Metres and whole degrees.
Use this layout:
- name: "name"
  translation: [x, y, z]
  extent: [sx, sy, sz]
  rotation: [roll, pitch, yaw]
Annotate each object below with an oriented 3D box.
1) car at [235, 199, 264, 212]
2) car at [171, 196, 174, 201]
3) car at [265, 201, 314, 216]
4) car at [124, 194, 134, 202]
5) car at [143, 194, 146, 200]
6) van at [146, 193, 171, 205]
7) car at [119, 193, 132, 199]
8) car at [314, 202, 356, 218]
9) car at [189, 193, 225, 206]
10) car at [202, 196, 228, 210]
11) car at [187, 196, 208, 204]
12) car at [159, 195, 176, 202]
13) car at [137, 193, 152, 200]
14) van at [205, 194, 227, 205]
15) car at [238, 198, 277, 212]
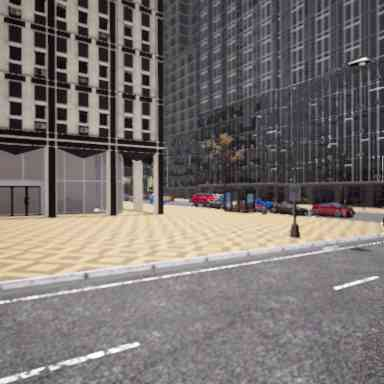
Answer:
- name: "car"
  translation: [6.810, 1.704, 39.288]
  extent: [1.802, 1.307, 4.206]
  rotation: [0, 0, -34]
- name: "car"
  translation: [-6.378, 1.281, 69.107]
  extent: [1.882, 1.535, 5.008]
  rotation: [0, 1, -34]
- name: "car"
  translation: [9.997, 1.738, 34.579]
  extent: [1.947, 1.339, 4.313]
  rotation: [0, 0, -34]
- name: "car"
  translation: [-12.300, 1.364, 67.529]
  extent: [2.008, 1.369, 4.403]
  rotation: [0, 0, -34]
- name: "car"
  translation: [-8.572, 1.034, 76.943]
  extent: [2.192, 1.841, 5.009]
  rotation: [0, 0, -34]
- name: "van"
  translation: [-5.896, 1.259, 58.134]
  extent: [1.690, 1.788, 3.998]
  rotation: [0, 0, -34]
- name: "car"
  translation: [-18.176, 1.111, 91.035]
  extent: [2.008, 1.369, 4.403]
  rotation: [0, 0, -34]
- name: "car"
  translation: [14.084, 1.752, 33.396]
  extent: [1.994, 1.385, 4.181]
  rotation: [0, 1, -34]
- name: "car"
  translation: [2.204, 1.222, 50.850]
  extent: [2.150, 2.045, 5.566]
  rotation: [0, 1, -34]
- name: "car"
  translation: [3.658, 1.637, 44.017]
  extent: [1.947, 1.339, 4.313]
  rotation: [0, 0, -34]
- name: "car"
  translation: [1.027, 1.459, 62.854]
  extent: [1.802, 1.307, 4.206]
  rotation: [0, 0, -34]
- name: "car"
  translation: [-5.374, 1.354, 72.248]
  extent: [1.802, 1.307, 4.206]
  rotation: [0, 0, -34]
- name: "car"
  translation: [-11.774, 1.107, 81.641]
  extent: [1.967, 1.590, 4.097]
  rotation: [0, 0, -34]
- name: "van"
  translation: [4.229, 1.270, 58.156]
  extent: [1.690, 1.788, 3.998]
  rotation: [0, 0, -34]
- name: "car"
  translation: [8.192, 1.573, 42.047]
  extent: [1.882, 1.535, 5.008]
  rotation: [0, 1, -34]
